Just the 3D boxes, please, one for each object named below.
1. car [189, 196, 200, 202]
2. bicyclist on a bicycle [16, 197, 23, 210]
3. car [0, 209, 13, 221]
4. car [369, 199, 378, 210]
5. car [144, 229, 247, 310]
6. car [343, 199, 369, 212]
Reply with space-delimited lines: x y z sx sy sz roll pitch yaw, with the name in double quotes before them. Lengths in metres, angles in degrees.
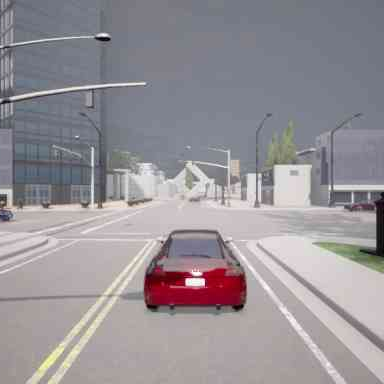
"car" 0.661 1.595 76.958 1.895 1.301 4.718 0 0 12
"bicyclist on a bicycle" -22.017 1.466 42.488 0.582 1.620 1.656 -1 0 0
"car" -16.564 1.635 26.040 4.674 1.442 1.812 -1 0 0
"car" 21.510 1.167 33.568 5.566 2.045 2.150 0 0 0
"car" 0.069 1.564 7.895 1.994 1.385 4.181 0 0 0
"car" 19.833 1.502 37.071 5.357 1.411 2.033 0 0 -1
